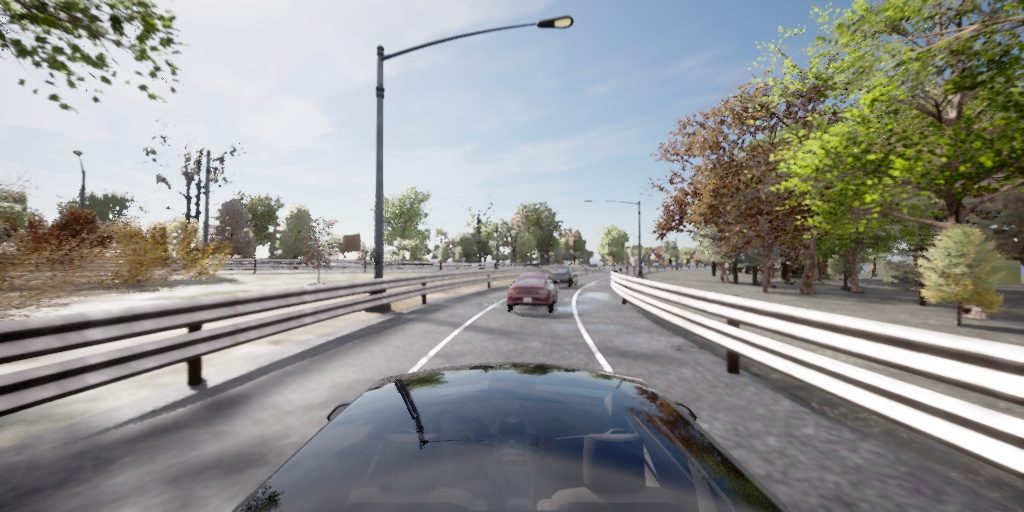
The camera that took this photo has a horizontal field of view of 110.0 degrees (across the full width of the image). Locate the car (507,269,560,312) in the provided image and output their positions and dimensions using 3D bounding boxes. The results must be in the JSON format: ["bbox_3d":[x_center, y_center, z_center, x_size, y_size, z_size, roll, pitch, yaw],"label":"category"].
[{"bbox_3d":[0.952,1.473,15.360,1.812,1.442,4.674,0,-1,10],"label":"car"}]

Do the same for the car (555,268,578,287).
[{"bbox_3d":[4.229,1.712,29.268,2.128,1.511,4.902,0,-1,18],"label":"car"}]
